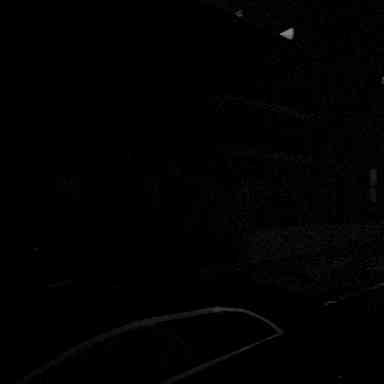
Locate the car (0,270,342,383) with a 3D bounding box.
[{"bbox_3d":[-0.881,1.486,2.441,4.902,1.511,2.128,-1,0,-35],"label":"car"}]
